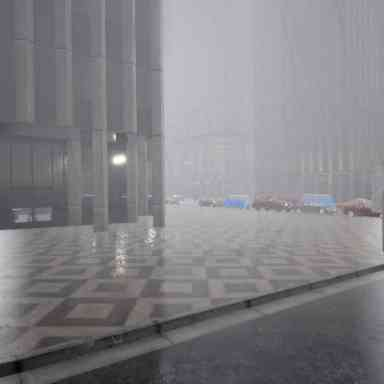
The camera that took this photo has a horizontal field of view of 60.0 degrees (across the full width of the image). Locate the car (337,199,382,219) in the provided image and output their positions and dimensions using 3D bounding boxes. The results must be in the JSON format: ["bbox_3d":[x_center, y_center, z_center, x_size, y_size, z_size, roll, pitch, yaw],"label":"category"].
[{"bbox_3d":[15.509,1.567,28.890,1.887,1.381,4.507,-1,1,-36],"label":"car"}]

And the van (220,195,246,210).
[{"bbox_3d":[5.864,1.295,42.371,1.690,1.788,3.998,-1,1,-36],"label":"van"}]

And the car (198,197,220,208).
[{"bbox_3d":[2.651,1.372,46.865,1.967,1.590,4.097,-1,1,-36],"label":"car"}]

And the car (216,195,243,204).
[{"bbox_3d":[6.290,1.297,56.451,1.752,1.417,4.829,-1,1,-36],"label":"car"}]

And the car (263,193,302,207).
[{"bbox_3d":[12.811,1.131,47.321,2.192,1.841,5.009,-1,1,-36],"label":"car"}]

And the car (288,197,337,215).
[{"bbox_3d":[12.294,1.550,33.384,2.008,1.369,4.403,-1,1,-36],"label":"car"}]

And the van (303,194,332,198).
[{"bbox_3d":[16.024,1.179,42.826,1.690,1.788,3.998,-1,1,-36],"label":"van"}]

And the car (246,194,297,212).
[{"bbox_3d":[9.078,1.291,37.876,2.192,1.841,5.009,-1,1,-36],"label":"car"}]

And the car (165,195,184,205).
[{"bbox_3d":[-3.777,1.440,55.855,2.008,1.369,4.403,-1,1,-36],"label":"car"}]
